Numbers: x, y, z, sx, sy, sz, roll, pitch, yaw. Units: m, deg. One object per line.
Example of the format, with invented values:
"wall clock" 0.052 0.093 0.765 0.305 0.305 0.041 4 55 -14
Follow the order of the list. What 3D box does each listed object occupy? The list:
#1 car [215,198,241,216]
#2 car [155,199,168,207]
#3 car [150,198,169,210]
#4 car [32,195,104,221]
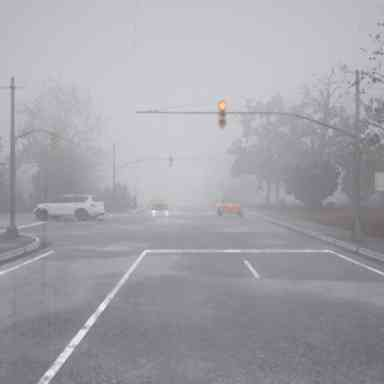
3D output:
"car" 3.494 1.355 32.888 2.097 1.767 4.553 0 0 -1
"car" -5.268 1.835 57.036 2.033 1.411 5.357 0 -1 -8
"car" -4.107 1.557 43.947 1.882 1.535 5.008 0 -1 -3
"car" -9.983 1.248 27.060 5.566 2.045 2.150 0 -1 7
